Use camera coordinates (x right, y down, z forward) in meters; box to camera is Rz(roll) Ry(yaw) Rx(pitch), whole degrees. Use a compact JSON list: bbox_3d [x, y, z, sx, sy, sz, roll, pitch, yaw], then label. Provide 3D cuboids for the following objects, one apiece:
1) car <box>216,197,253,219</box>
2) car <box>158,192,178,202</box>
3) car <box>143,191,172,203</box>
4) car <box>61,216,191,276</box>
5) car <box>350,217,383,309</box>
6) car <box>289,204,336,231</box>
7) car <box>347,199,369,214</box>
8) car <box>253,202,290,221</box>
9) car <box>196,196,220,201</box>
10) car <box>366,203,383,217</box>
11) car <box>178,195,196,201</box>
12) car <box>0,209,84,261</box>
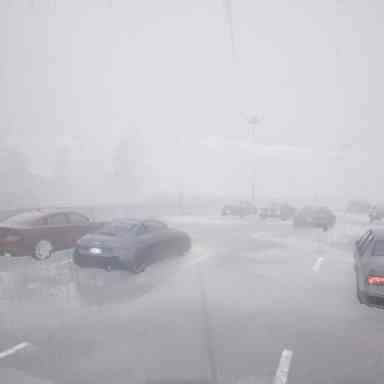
[{"bbox_3d":[4.110,1.412,28.216,1.812,1.442,4.674,1,0,32],"label":"car"},{"bbox_3d":[-2.318,1.162,49.868,1.882,1.535,5.008,1,0,38],"label":"car"},{"bbox_3d":[-5.075,0.842,52.017,2.150,2.045,5.566,1,0,38],"label":"car"},{"bbox_3d":[-1.626,1.479,10.343,1.994,1.385,4.181,1,0,25],"label":"car"},{"bbox_3d":[4.764,1.559,7.634,2.033,1.411,5.357,1,0,25],"label":"car"},{"bbox_3d":[7.681,1.540,20.613,1.994,1.385,4.181,1,0,30],"label":"car"},{"bbox_3d":[18.252,1.529,36.060,1.837,1.490,4.892,1,1,38],"label":"car"},{"bbox_3d":[6.974,1.481,26.288,2.033,1.411,5.357,1,0,32],"label":"car"},{"bbox_3d":[3.073,1.302,45.397,1.812,1.442,4.674,1,0,38],"label":"car"},{"bbox_3d":[15.102,1.641,25.922,1.895,1.301,4.718,1,0,34],"label":"car"},{"bbox_3d":[0.435,1.295,47.711,1.994,1.385,4.181,1,0,38],"label":"car"},{"bbox_3d":[-4.782,1.344,11.857,1.882,1.535,5.008,1,0,25],"label":"car"}]
